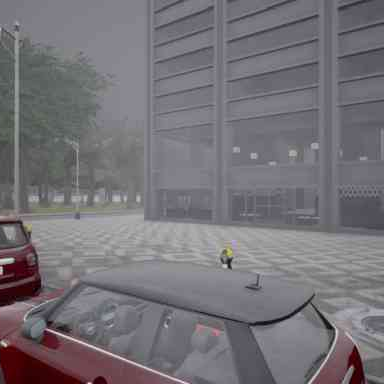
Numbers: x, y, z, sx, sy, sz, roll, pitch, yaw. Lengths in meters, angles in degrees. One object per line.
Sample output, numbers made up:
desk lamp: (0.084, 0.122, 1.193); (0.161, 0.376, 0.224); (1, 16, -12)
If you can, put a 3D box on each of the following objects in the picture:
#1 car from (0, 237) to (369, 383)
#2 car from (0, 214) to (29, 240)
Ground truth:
car: (-0.551, 1.440, 3.351); (4.097, 1.590, 1.967); (0, 0, 35)
car: (-4.984, 1.315, 6.501); (5.009, 1.841, 2.192); (0, 0, 35)
